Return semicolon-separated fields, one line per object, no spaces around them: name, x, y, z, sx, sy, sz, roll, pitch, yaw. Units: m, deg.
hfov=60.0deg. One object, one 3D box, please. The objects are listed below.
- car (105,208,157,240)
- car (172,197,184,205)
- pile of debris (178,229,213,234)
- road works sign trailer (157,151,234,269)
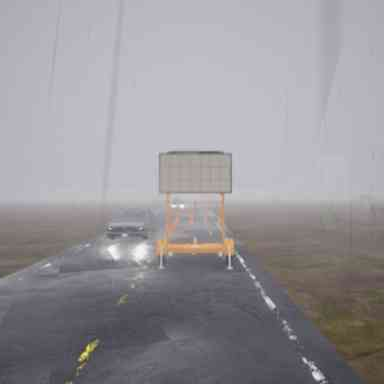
car;-2.920;1.522;17.231;2.033;1.411;5.357;0;0;1
car;-2.452;1.514;58.351;1.895;1.301;4.718;0;0;1
pile of debris;0.190;2.138;18.067;1.860;0.140;1.500;0;0;1
road works sign trailer;0.115;0.447;11.065;2.380;3.560;2.880;0;0;1
